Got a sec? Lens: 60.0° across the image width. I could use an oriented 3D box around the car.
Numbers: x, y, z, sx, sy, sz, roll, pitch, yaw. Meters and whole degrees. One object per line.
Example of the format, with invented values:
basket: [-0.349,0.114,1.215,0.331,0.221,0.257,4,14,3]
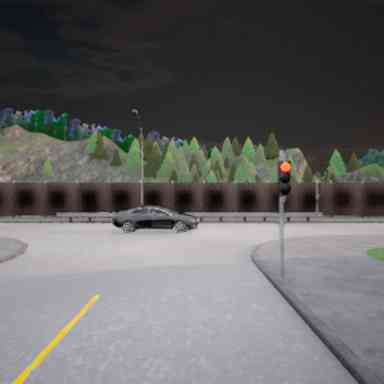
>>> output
car: [-2.092,1.556,19.154,4.902,1.511,2.128,0,0,0]
